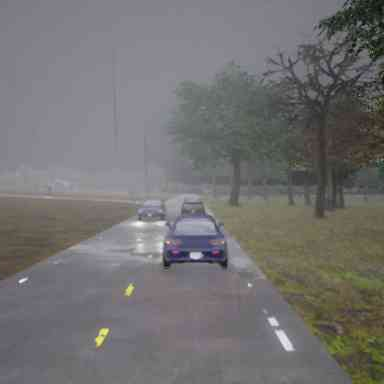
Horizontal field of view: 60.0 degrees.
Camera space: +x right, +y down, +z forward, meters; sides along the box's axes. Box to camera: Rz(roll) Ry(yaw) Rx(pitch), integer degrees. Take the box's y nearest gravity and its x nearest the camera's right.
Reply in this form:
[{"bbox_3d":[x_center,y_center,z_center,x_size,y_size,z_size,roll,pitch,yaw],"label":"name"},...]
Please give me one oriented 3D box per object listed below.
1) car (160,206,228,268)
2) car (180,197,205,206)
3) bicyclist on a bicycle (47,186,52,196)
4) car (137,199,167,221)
[{"bbox_3d":[0.087,1.411,10.714,1.812,1.442,4.674,0,1,0],"label":"car"},{"bbox_3d":[0.065,1.192,27.568,2.128,1.511,4.902,0,1,0],"label":"car"},{"bbox_3d":[-22.712,-0.103,52.973,0.582,1.620,1.656,2,0,0],"label":"bicyclist on a bicycle"},{"bbox_3d":[-2.861,1.257,24.797,1.812,1.442,4.674,0,1,0],"label":"car"}]
